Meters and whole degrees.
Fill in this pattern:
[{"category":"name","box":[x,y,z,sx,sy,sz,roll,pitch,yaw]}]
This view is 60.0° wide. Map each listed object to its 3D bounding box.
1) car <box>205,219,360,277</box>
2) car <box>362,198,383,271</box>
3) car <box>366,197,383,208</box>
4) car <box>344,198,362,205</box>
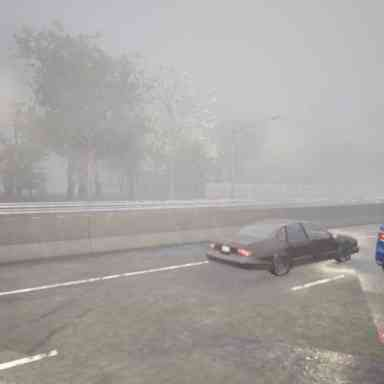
[{"category":"car","box":[2.950,1.545,10.215,5.357,1.411,2.033,0,0,-35]},{"category":"car","box":[7.112,1.221,8.858,5.566,2.045,2.150,0,0,-35]},{"category":"car","box":[28.724,1.563,50.187,5.357,1.411,2.033,0,0,-35]},{"category":"car","box":[25.879,1.577,52.465,4.181,1.385,1.994,0,0,-35]}]
